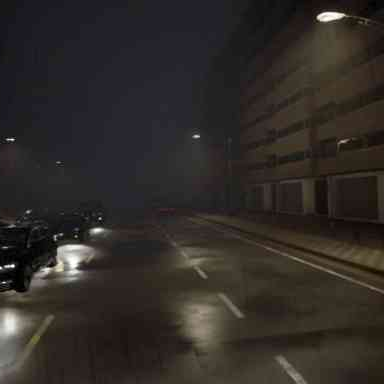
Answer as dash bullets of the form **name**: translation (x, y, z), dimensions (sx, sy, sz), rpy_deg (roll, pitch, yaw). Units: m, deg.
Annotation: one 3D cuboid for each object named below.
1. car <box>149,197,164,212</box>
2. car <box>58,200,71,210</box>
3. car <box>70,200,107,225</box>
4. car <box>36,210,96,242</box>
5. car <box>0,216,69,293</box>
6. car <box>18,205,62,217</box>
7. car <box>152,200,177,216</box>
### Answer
- **car**: translation (-5.199, 1.836, 49.534), dimensions (2.150, 2.045, 5.566), rpy_deg (-1, -1, -10)
- **car**: translation (-13.568, 1.935, 36.536), dimensions (2.150, 2.045, 5.566), rpy_deg (-1, -1, -10)
- **car**: translation (-8.631, 1.727, 28.692), dimensions (2.150, 2.045, 5.566), rpy_deg (-1, -1, -10)
- **car**: translation (-6.720, 1.918, 18.181), dimensions (1.994, 1.385, 4.181), rpy_deg (-1, -1, -9)
- **car**: translation (-5.151, 1.720, 9.423), dimensions (2.128, 1.511, 4.902), rpy_deg (-1, -1, -10)
- **car**: translation (-11.429, 2.031, 24.508), dimensions (2.128, 1.511, 4.902), rpy_deg (-1, -1, -10)
- **car**: translation (-3.322, 2.016, 39.480), dimensions (2.033, 1.411, 5.357), rpy_deg (-1, -1, -10)
